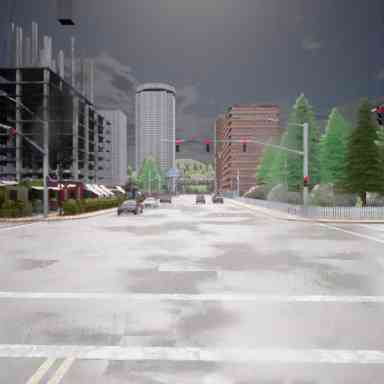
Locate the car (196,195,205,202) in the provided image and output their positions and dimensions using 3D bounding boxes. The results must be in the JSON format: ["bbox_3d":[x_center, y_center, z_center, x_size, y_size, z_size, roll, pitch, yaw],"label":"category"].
[{"bbox_3d":[1.918,1.326,74.708,1.837,1.490,4.892,0,0,1],"label":"car"}]

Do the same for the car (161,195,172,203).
[{"bbox_3d":[-5.285,1.351,67.178,2.097,1.767,4.553,0,0,2],"label":"car"}]

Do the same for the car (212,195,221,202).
[{"bbox_3d":[5.418,1.422,74.654,1.895,1.301,4.718,0,0,1],"label":"car"}]

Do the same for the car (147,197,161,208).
[{"bbox_3d":[-5.849,1.526,46.875,1.812,1.442,4.674,0,0,1],"label":"car"}]

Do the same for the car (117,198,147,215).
[{"bbox_3d":[-6.189,1.526,33.709,1.812,1.442,4.674,0,0,2],"label":"car"}]

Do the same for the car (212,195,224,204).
[{"bbox_3d":[5.203,1.526,65.757,1.812,1.442,4.674,0,0,1],"label":"car"}]

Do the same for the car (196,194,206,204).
[{"bbox_3d":[1.697,1.601,65.523,1.895,1.301,4.718,0,0,1],"label":"car"}]
